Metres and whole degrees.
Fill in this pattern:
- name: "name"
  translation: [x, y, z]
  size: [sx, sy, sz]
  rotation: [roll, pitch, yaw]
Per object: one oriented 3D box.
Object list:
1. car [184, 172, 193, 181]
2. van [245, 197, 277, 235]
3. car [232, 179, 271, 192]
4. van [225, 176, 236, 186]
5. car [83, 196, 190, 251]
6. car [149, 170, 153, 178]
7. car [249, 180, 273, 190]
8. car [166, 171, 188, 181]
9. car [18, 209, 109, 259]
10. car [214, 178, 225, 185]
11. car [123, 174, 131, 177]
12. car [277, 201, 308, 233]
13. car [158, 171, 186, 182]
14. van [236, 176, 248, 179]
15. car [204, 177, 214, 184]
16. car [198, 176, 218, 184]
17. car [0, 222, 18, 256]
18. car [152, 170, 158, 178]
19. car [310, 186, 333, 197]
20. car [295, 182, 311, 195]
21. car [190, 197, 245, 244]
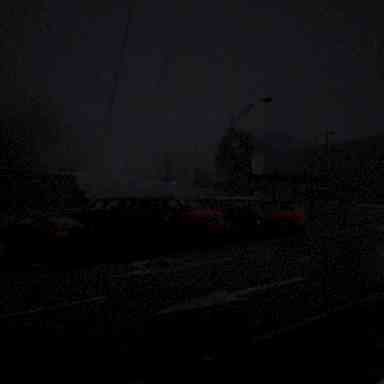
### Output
- name: "car"
  translation: [-1.705, -3.349, 77.620]
  size: [1.946, 1.575, 5.366]
  rotation: [7, 3, 34]
- name: "van"
  translation: [1.875, 1.241, 17.684]
  size: [4.442, 1.987, 1.878]
  rotation: [-1, -1, 35]
- name: "car"
  translation: [8.460, -0.728, 47.612]
  size: [1.895, 1.301, 4.718]
  rotation: [2, 4, -36]
- name: "van"
  translation: [8.608, -1.935, 62.637]
  size: [1.878, 1.987, 4.442]
  rotation: [7, 4, 35]
- name: "car"
  translation: [-3.165, 1.229, 14.290]
  size: [5.566, 2.045, 2.435]
  rotation: [-1, 0, 35]
- name: "car"
  translation: [-8.890, -4.534, 87.134]
  size: [2.435, 2.045, 5.566]
  rotation: [1, -1, 34]
- name: "car"
  translation: [12.117, -1.164, 57.818]
  size: [2.231, 1.521, 4.892]
  rotation: [7, 3, 35]
- name: "car"
  translation: [-3.566, -3.871, 79.872]
  size: [2.435, 2.045, 5.566]
  rotation: [7, 4, 34]
- name: "car"
  translation: [-5.585, 1.526, 12.524]
  size: [4.674, 1.452, 2.002]
  rotation: [-1, 0, 34]
- name: "car"
  translation: [7.024, -1.984, 65.362]
  size: [1.946, 1.575, 5.366]
  rotation: [7, 3, 35]
- name: "car"
  translation: [-18.273, -4.293, 92.112]
  size: [1.895, 1.301, 4.718]
  rotation: [2, -3, -21]
- name: "car"
  translation: [4.277, 1.337, 19.443]
  size: [4.553, 1.767, 2.185]
  rotation: [-1, 0, 35]
- name: "car"
  translation: [-4.041, -2.784, 65.066]
  size: [2.128, 1.511, 4.902]
  rotation: [2, 4, -35]
- name: "van"
  translation: [10.347, -1.662, 60.173]
  size: [1.878, 1.987, 4.442]
  rotation: [7, 4, 35]
- name: "car"
  translation: [5.183, -2.215, 67.676]
  size: [2.002, 1.452, 4.674]
  rotation: [7, 4, 35]
- name: "car"
  translation: [3.431, -2.489, 70.131]
  size: [2.002, 1.452, 4.674]
  rotation: [7, 3, 34]
- name: "car"
  translation: [-8.185, 1.491, 10.887]
  size: [5.366, 1.575, 1.946]
  rotation: [-1, 0, 34]
- name: "car"
  translation: [-7.109, -4.257, 84.794]
  size: [2.185, 1.767, 4.553]
  rotation: [4, 1, 33]
- name: "car"
  translation: [19.058, -0.034, 47.988]
  size: [2.002, 1.452, 4.674]
  rotation: [7, 3, 35]
- name: "car"
  translation: [17.357, -0.597, 50.453]
  size: [2.435, 2.045, 5.566]
  rotation: [7, 3, 35]
- name: "car"
  translation: [-0.658, 1.222, 16.004]
  size: [5.566, 2.045, 2.435]
  rotation: [-1, -1, 35]
